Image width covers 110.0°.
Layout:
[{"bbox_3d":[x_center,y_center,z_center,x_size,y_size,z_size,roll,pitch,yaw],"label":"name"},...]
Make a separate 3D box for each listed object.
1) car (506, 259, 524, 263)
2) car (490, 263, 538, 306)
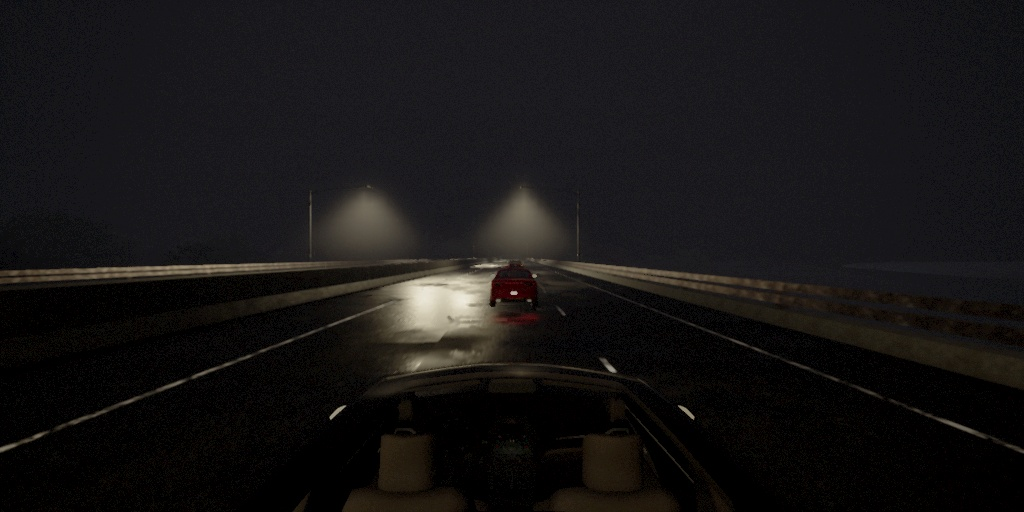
[{"bbox_3d":[0.381,1.153,43.969,2.097,1.767,4.553,0,0,0],"label":"car"},{"bbox_3d":[0.084,1.240,15.899,1.882,1.535,5.008,0,0,0],"label":"car"}]
